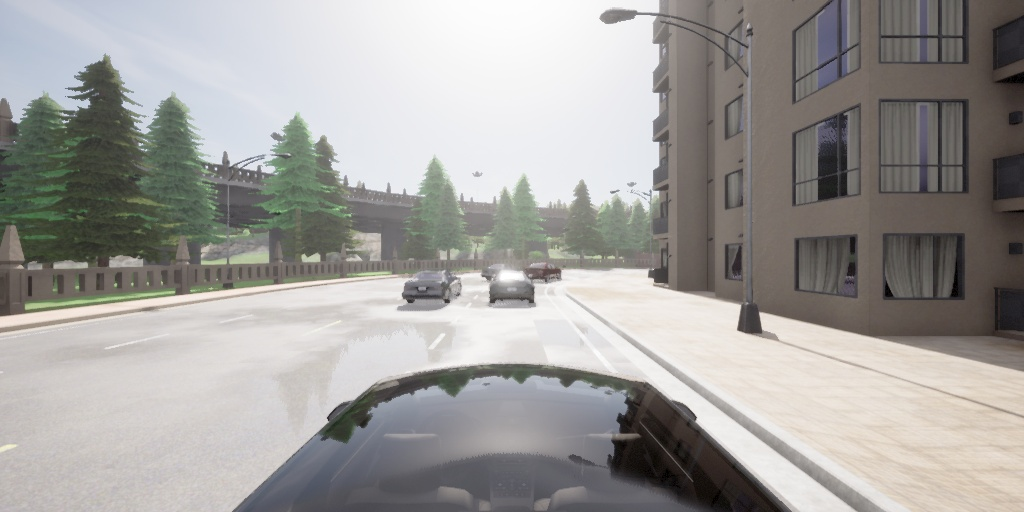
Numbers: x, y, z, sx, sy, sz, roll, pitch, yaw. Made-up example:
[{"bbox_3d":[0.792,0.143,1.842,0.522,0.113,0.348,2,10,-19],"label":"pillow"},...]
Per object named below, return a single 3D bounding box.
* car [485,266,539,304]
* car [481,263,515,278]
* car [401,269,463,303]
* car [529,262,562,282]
[{"bbox_3d":[0.000,1.322,16.500,1.994,1.385,4.181,0,0,0],"label":"car"},{"bbox_3d":[-0.647,1.313,30.306,2.033,1.411,5.357,0,0,25],"label":"car"},{"bbox_3d":[-3.500,1.313,16.500,2.033,1.411,5.357,0,0,0],"label":"car"},{"bbox_3d":[2.517,1.235,28.811,1.882,1.535,5.008,0,0,25],"label":"car"}]
